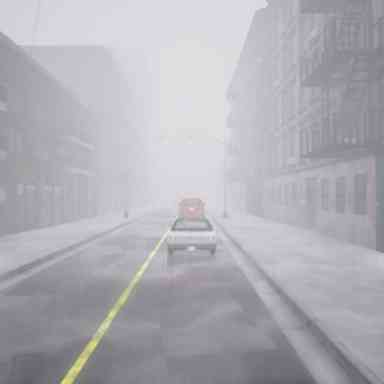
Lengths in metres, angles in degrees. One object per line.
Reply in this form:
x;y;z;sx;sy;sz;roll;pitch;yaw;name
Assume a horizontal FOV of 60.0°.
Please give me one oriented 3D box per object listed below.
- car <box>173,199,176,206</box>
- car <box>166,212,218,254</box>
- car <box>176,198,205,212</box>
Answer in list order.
-3.035;2.228;71.739;1.837;1.490;4.892;0;-1;0;car
-0.005;1.748;14.101;1.895;1.301;4.718;0;-1;0;car
-0.012;1.519;29.016;2.150;2.045;5.566;0;0;0;car
